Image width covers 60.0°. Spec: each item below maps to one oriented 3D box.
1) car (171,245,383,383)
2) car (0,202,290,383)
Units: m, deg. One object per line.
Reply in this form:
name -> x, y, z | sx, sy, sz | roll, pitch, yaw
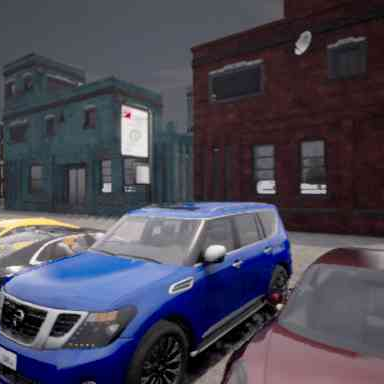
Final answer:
car -> 2.124, 1.510, 3.806 | 2.163, 1.488, 4.792 | 0, 0, 35
car -> -0.149, 1.227, 5.408 | 2.435, 2.045, 5.566 | 0, 0, 35
